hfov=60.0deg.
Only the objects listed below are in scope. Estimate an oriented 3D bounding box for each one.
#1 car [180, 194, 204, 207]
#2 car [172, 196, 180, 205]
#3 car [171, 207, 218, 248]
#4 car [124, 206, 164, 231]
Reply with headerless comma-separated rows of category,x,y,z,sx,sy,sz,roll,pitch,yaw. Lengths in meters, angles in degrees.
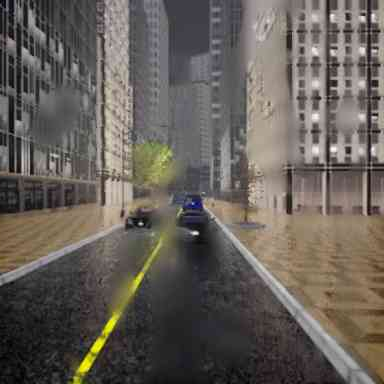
car,0.099,1.273,36.359,2.150,2.045,5.566,0,0,0
car,-2.773,1.594,62.328,1.882,1.535,5.008,0,0,1
car,0.100,1.574,14.968,1.994,1.385,4.181,0,0,0
car,-2.849,1.582,20.471,1.994,1.385,4.181,0,0,0
